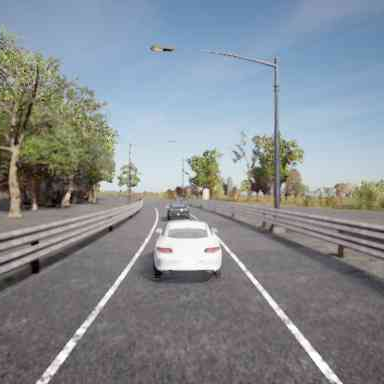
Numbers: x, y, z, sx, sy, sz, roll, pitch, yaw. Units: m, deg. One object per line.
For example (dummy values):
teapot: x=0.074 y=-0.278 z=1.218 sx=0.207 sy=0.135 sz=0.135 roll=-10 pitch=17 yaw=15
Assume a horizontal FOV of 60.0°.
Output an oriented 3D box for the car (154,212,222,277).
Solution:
car: x=-0.154 y=1.586 z=10.345 sx=1.812 sy=1.442 sz=4.674 roll=0 pitch=0 yaw=-2

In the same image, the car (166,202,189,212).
car: x=-1.293 y=1.648 z=29.626 sx=2.128 sy=1.511 sz=4.902 roll=0 pitch=0 yaw=-5
